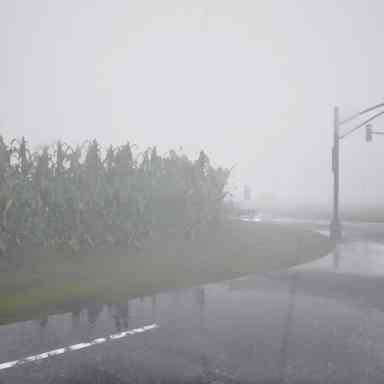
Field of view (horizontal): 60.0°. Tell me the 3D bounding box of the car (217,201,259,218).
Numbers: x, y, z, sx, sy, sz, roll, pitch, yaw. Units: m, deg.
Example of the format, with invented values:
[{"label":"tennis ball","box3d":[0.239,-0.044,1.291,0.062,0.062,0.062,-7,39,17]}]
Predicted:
[{"label":"car","box3d":[3.786,1.502,30.462,2.033,1.411,5.357,1,0,-27]}]
